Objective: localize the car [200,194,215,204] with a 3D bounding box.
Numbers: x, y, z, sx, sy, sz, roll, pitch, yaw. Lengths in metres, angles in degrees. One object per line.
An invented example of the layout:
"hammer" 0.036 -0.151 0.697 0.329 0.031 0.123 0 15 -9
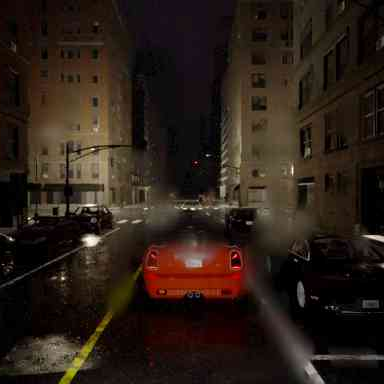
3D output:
"car" 2.830 1.476 55.572 1.967 1.590 4.097 0 0 0

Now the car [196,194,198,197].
"car" 2.853 1.560 88.026 1.967 1.590 4.097 0 0 0

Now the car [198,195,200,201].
"car" 2.839 1.607 66.390 2.008 1.369 4.403 0 0 0

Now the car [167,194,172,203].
"car" -5.686 1.607 66.393 2.008 1.369 4.403 0 0 0

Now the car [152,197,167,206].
"car" -5.695 1.618 55.576 1.802 1.307 4.206 0 0 0

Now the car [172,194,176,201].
"car" -5.675 1.626 82.449 1.752 1.417 4.829 0 0 0

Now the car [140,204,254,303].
"car" 0.054 1.352 8.341 2.097 1.767 4.553 0 0 0

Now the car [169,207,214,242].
"car" -0.014 1.564 16.995 1.994 1.385 4.181 0 0 0

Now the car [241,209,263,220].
"car" 2.836 1.566 18.482 1.947 1.339 4.313 0 0 0

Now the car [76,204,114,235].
"car" -5.689 1.441 18.473 1.967 1.590 4.097 0 0 0

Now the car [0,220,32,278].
"car" -5.677 1.566 7.470 1.947 1.339 4.313 0 0 0

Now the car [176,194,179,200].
"car" -5.668 1.457 93.436 2.192 1.841 5.009 0 0 0

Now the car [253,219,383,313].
"car" 2.848 1.550 7.480 2.008 1.369 4.403 0 0 0

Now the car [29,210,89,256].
"car" -5.683 1.582 12.972 1.802 1.307 4.206 0 0 0

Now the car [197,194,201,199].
"car" 2.845 1.524 77.208 1.967 1.590 4.097 0 0 0
